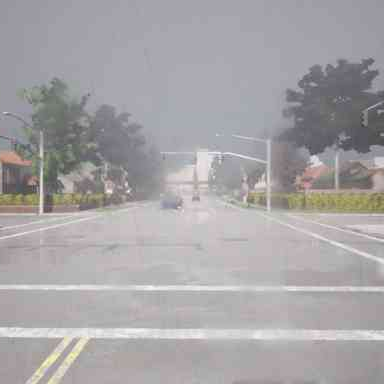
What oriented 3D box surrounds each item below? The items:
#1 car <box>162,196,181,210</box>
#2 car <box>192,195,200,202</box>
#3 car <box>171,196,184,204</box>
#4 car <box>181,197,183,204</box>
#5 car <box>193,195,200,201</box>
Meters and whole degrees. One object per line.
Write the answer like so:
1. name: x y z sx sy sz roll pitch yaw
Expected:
1. car: -2.847 1.478 43.235 1.882 1.535 5.008 0 0 0
2. car: 1.008 1.500 79.044 1.837 1.490 4.892 0 0 0
3. car: -2.667 1.547 62.921 2.033 1.411 5.357 0 0 1
4. car: -2.775 1.352 52.587 2.097 1.767 4.553 0 0 0
5. car: 1.082 1.514 89.442 1.812 1.442 4.674 0 0 0
